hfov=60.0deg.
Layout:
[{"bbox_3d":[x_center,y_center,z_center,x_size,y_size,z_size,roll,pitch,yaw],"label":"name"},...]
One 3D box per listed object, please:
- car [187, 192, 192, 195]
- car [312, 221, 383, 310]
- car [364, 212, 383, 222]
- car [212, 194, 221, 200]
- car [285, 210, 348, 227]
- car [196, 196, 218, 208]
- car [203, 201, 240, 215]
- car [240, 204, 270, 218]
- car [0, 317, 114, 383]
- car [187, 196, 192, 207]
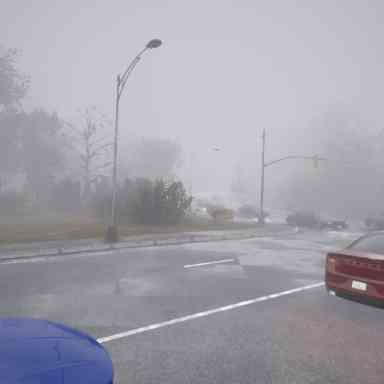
[{"bbox_3d":[-0.581,0.732,70.988,1.837,1.490,4.892,2,2,-6],"label":"car"},{"bbox_3d":[4.992,1.555,7.347,5.008,1.535,1.882,1,-1,-35],"label":"car"},{"bbox_3d":[14.861,2.184,23.655,1.837,1.490,4.892,3,-2,-29],"label":"car"},{"bbox_3d":[5.839,1.109,79.176,2.033,1.411,5.357,2,2,-1],"label":"car"},{"bbox_3d":[9.256,2.067,25.184,2.033,1.411,5.357,3,-2,-18],"label":"car"},{"bbox_3d":[2.085,1.815,55.494,2.033,1.411,5.357,2,2,-13],"label":"car"},{"bbox_3d":[3.412,2.126,39.532,1.895,1.301,4.718,3,0,-20],"label":"car"},{"bbox_3d":[7.251,2.197,39.378,1.837,1.490,4.892,2,0,-21],"label":"car"},{"bbox_3d":[-2.863,1.478,1.699,5.008,1.535,1.882,0,0,-36],"label":"car"},{"bbox_3d":[-1.282,1.690,54.735,1.994,1.385,4.181,2,2,-13],"label":"car"}]
